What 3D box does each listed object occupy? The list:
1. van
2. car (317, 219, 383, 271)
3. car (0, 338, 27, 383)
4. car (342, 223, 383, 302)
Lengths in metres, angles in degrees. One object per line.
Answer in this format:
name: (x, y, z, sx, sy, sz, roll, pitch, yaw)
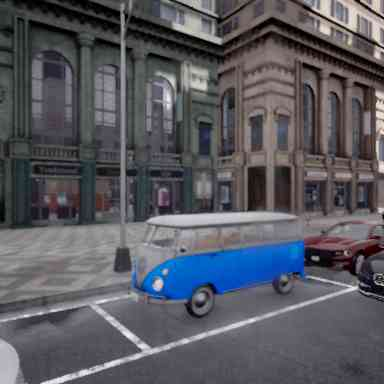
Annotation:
van: (0.690, 1.351, 7.155, 3.998, 1.788, 1.690, 0, 0, -35)
car: (5.192, 1.566, 10.357, 4.507, 1.381, 1.887, 0, 0, -35)
car: (-3.105, 1.522, 1.185, 4.674, 1.442, 1.812, 0, 0, -36)
car: (5.587, 1.523, 7.349, 4.892, 1.490, 1.837, 0, 0, -35)
